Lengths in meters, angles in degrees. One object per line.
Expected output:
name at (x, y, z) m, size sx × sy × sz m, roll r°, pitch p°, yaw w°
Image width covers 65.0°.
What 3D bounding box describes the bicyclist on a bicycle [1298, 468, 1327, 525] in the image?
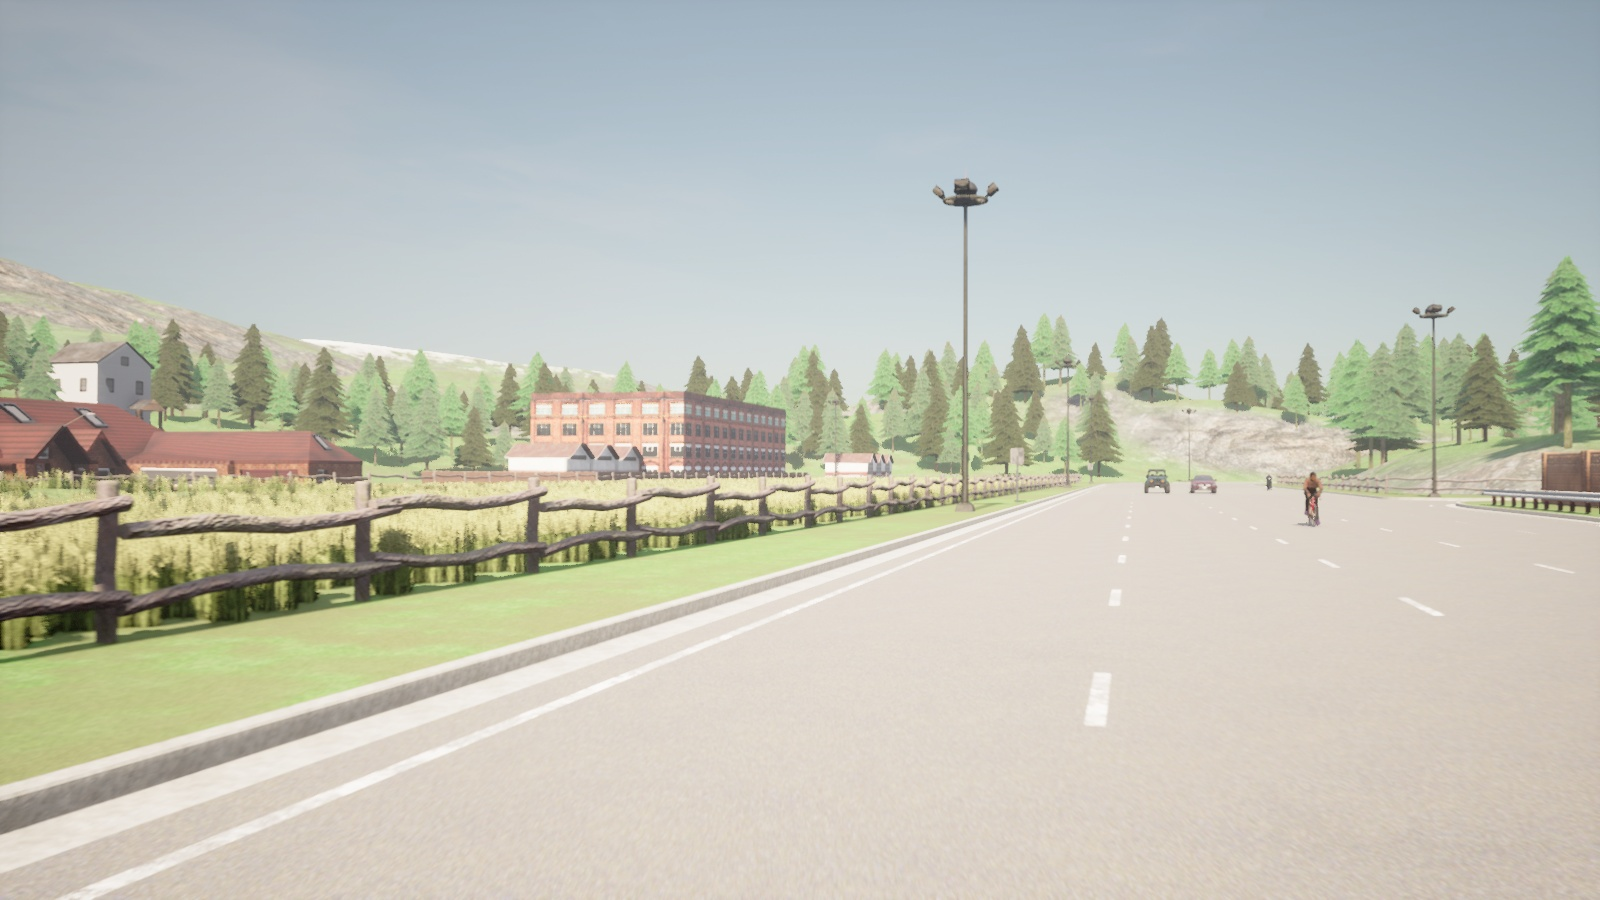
bicyclist on a bicycle at (15.081, 1.357, 36.987) m, size 0.582 × 1.620 × 1.656 m, roll 0°, pitch -1°, yaw 15°
